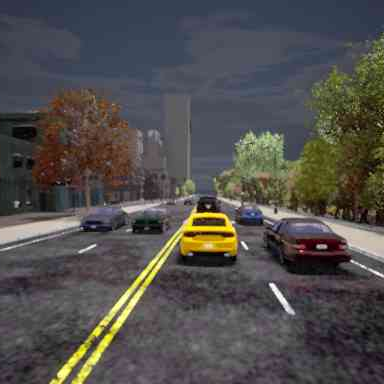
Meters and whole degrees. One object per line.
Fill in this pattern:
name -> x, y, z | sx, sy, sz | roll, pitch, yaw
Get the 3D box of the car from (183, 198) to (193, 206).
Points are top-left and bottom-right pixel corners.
car -> -0.606, 1.951, 65.675 | 1.994, 1.385, 4.181 | 0, 0, 2

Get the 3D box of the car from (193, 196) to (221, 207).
car -> 1.530, 1.408, 31.034 | 2.150, 2.045, 5.566 | 0, 0, 2

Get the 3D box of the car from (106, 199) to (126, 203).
car -> -17.027, 2.198, 74.304 | 4.313, 1.339, 1.947 | 0, 1, 2

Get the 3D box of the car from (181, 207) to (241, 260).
car -> 0.668, 1.557, 12.961 | 1.882, 1.535, 5.008 | 0, 0, 3

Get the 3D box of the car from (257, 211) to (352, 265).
car -> 3.867, 1.633, 12.043 | 2.033, 1.411, 5.357 | 0, 0, 3

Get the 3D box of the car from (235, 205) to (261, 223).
car -> 4.599, 1.723, 27.026 | 2.033, 1.411, 5.357 | 0, 0, 3

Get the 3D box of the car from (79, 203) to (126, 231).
car -> -5.552, 1.656, 21.861 | 2.033, 1.411, 5.357 | 0, 0, 3

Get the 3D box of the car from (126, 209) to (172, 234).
car -> -2.374, 1.712, 20.390 | 1.895, 1.301, 4.718 | 0, 0, 3

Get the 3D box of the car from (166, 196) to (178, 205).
car -> -3.852, 1.650, 65.817 | 2.097, 1.767, 4.553 | 0, 0, 2
